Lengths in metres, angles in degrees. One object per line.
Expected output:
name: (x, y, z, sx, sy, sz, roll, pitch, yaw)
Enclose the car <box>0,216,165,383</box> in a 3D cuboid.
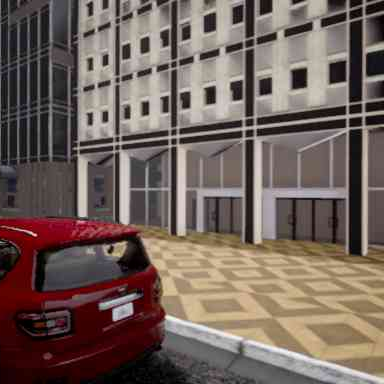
car: (-2.647, 1.278, 4.769, 5.009, 1.841, 2.192, 1, 0, 36)
